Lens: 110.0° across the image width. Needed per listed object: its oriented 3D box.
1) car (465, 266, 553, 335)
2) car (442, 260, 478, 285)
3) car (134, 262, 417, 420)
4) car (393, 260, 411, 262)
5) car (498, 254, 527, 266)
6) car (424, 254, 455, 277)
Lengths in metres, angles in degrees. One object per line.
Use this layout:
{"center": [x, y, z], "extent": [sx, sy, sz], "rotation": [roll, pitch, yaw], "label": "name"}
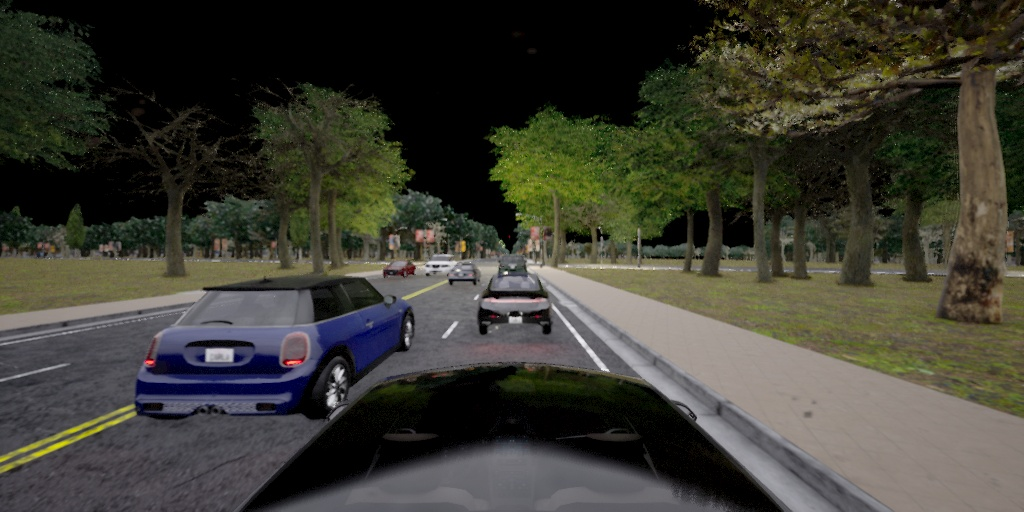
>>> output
{"center": [0.078, 1.208, 10.415], "extent": [2.128, 1.511, 4.902], "rotation": [0, 0, 0], "label": "car"}
{"center": [-3.201, 1.212, 24.839], "extent": [2.033, 1.411, 5.357], "rotation": [0, 0, 0], "label": "car"}
{"center": [-3.160, 1.086, 6.008], "extent": [2.097, 1.767, 4.553], "rotation": [0, 0, 0], "label": "car"}
{"center": [-9.916, 1.122, 31.933], "extent": [1.882, 1.535, 5.008], "rotation": [0, 0, 0], "label": "car"}
{"center": [0.038, 0.876, 28.469], "extent": [2.150, 2.045, 5.566], "rotation": [0, 0, 0], "label": "car"}
{"center": [-6.671, 0.862, 34.011], "extent": [2.150, 2.045, 5.566], "rotation": [0, 0, 0], "label": "car"}
